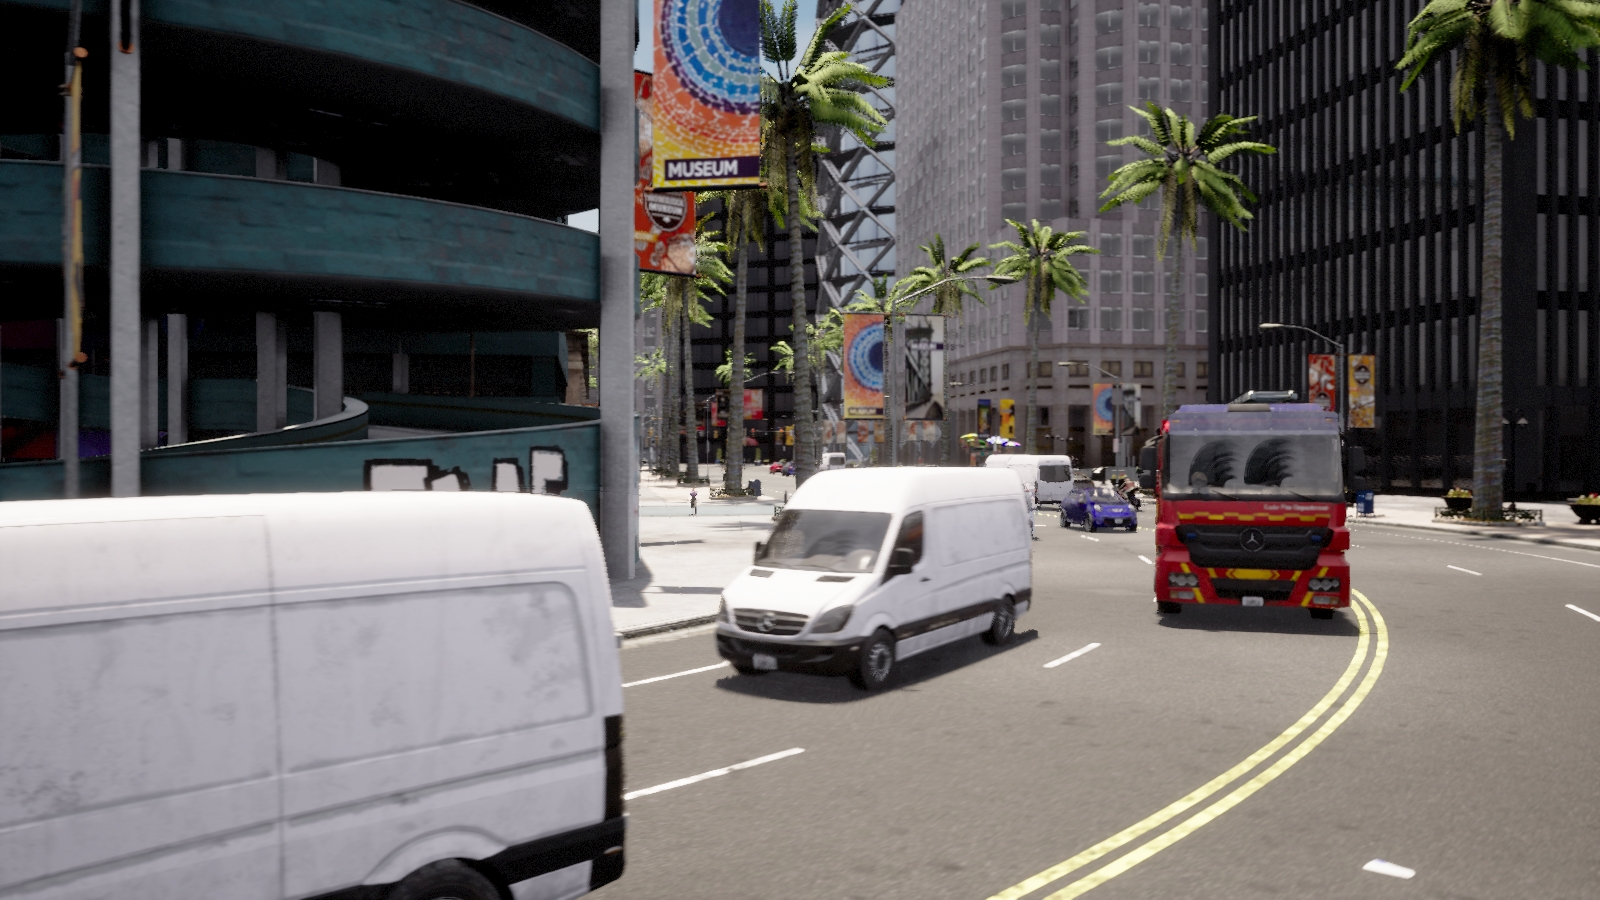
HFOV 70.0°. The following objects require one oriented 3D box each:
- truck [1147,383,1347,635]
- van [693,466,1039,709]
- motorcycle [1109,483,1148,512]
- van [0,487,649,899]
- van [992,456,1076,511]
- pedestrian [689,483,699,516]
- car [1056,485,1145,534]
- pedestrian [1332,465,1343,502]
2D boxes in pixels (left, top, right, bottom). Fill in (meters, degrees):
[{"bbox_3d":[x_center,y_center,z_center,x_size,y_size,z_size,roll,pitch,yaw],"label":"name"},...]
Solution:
[{"bbox_3d":[8.183,0.898,21.796,2.891,3.827,8.468,0,0,18],"label":"truck"},{"bbox_3d":[1.186,1.541,15.484,1.988,2.561,5.915,0,0,33],"label":"van"},{"bbox_3d":[15.368,2.225,53.478,0.867,1.251,2.209,0,0,-10],"label":"motorcycle"},{"bbox_3d":[-3.753,1.538,5.326,5.915,2.561,1.988,0,0,-40],"label":"van"},{"bbox_3d":[11.364,1.555,55.968,1.988,2.561,5.915,0,0,-10],"label":"van"},{"bbox_3d":[-4.297,1.999,46.359,0.375,1.300,0.375,0,0,-8],"label":"pedestrian"},{"bbox_3d":[10.472,2.052,40.075,1.845,1.501,3.633,0,0,-7],"label":"car"},{"bbox_3d":[27.403,1.722,58.234,0.375,1.860,0.375,0,0,-11],"label":"pedestrian"}]
